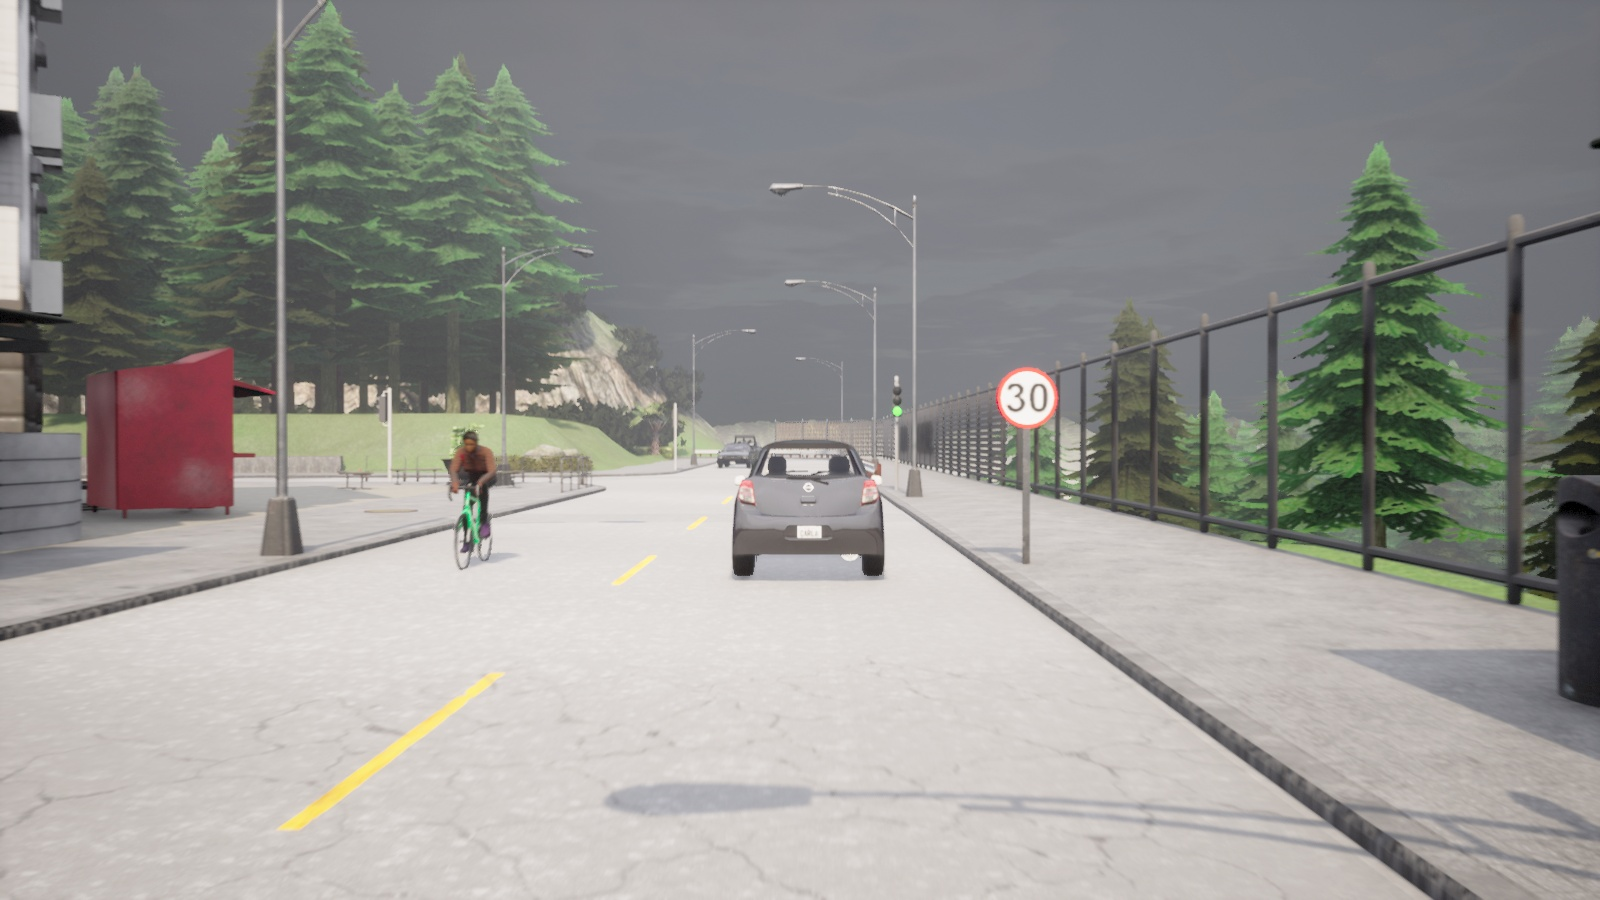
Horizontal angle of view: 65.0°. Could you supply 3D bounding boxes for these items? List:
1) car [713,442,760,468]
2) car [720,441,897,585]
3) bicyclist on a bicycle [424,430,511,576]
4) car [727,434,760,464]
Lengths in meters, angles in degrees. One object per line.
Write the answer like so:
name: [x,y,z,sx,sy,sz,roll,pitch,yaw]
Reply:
car: [-3.499,0.249,70.406,2.033,1.411,5.357,0,0,3]
car: [0.096,0.645,14.951,1.845,1.501,3.633,0,0,0]
bicyclist on a bicycle: [-3.905,0.582,14.845,0.582,1.620,1.656,0,1,0]
car: [-3.556,-0.073,79.423,1.905,1.878,3.866,0,0,0]
